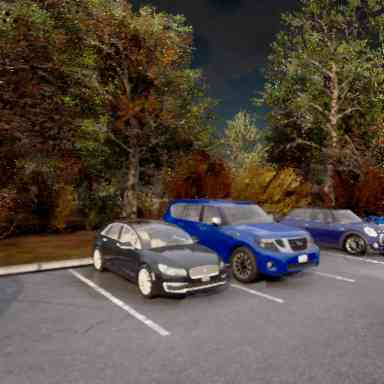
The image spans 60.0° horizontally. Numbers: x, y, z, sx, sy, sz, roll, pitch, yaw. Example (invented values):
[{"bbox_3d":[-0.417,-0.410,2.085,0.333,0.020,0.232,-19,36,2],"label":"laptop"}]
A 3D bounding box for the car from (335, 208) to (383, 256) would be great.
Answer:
[{"bbox_3d":[5.826,1.415,13.657,2.185,1.767,4.553,1,-1,-35],"label":"car"}]

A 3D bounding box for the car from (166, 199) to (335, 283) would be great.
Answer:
[{"bbox_3d":[1.098,1.268,10.333,2.435,2.045,5.566,0,0,-35],"label":"car"}]

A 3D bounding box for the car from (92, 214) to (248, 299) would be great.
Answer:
[{"bbox_3d":[-1.122,1.505,8.795,2.231,1.521,4.892,0,0,-35],"label":"car"}]
